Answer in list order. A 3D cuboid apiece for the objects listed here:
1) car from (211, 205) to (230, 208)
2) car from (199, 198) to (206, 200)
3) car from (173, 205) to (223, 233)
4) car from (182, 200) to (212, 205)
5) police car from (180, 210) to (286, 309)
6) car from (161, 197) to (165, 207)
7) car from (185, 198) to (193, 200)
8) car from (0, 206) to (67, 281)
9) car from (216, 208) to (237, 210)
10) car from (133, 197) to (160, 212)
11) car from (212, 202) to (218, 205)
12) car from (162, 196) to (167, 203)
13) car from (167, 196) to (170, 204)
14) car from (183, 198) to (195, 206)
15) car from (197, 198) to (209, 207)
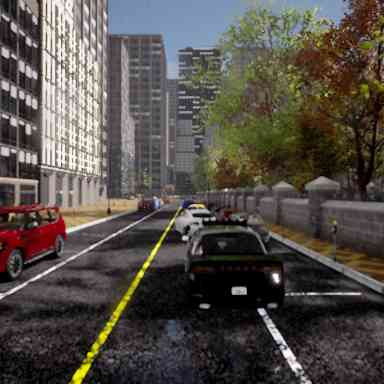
[{"bbox_3d":[2.388,1.719,21.273,1.802,1.307,4.206,0,0,-1],"label":"car"},{"bbox_3d":[2.107,1.890,49.021,1.802,1.307,4.206,0,0,-1],"label":"car"},{"bbox_3d":[0.210,1.641,17.871,1.812,1.442,4.674,0,0,-13],"label":"car"},{"bbox_3d":[0.365,1.612,24.303,1.801,1.575,5.366,0,0,4],"label":"car"},{"bbox_3d":[0.777,1.479,8.190,1.930,1.638,5.238,0,0,0],"label":"police car"},{"bbox_3d":[-5.974,1.924,54.571,1.802,1.307,4.206,0,0,-1],"label":"car"},{"bbox_3d":[-0.387,1.765,45.402,1.882,1.535,5.008,0,0,0],"label":"car"},{"bbox_3d":[-5.528,1.383,10.245,2.192,1.841,5.009,0,0,-1],"label":"car"},{"bbox_3d":[2.444,1.652,15.724,2.008,1.369,4.403,0,0,-1],"label":"car"},{"bbox_3d":[-5.863,1.591,43.492,2.192,1.841,5.009,0,0,-1],"label":"car"},{"bbox_3d":[2.331,1.737,26.823,1.947,1.339,4.313,0,0,-1],"label":"car"},{"bbox_3d":[-6.029,1.899,59.942,1.752,1.417,4.829,0,0,-1],"label":"car"},{"bbox_3d":[-6.054,1.788,76.736,2.192,1.841,5.009,0,0,-1],"label":"car"},{"bbox_3d":[-0.601,1.886,63.474,2.128,1.511,4.902,0,0,-1],"label":"car"},{"bbox_3d":[1.995,1.814,60.120,1.967,1.590,4.097,0,0,-1],"label":"car"}]
